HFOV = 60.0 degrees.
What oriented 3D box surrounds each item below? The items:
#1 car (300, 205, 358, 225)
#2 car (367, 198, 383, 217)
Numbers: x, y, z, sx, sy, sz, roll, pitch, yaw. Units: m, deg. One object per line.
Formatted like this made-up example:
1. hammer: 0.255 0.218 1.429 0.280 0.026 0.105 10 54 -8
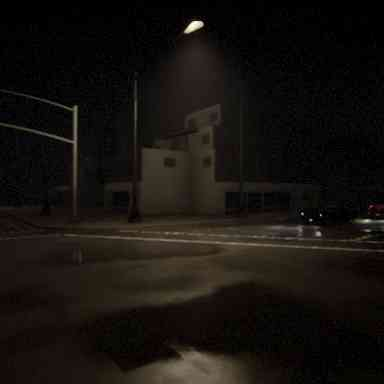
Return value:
1. car: 9.906 1.606 23.972 4.718 1.301 1.895 0 0 -35
2. car: 17.456 1.315 29.340 4.553 1.767 2.097 -1 1 -35
